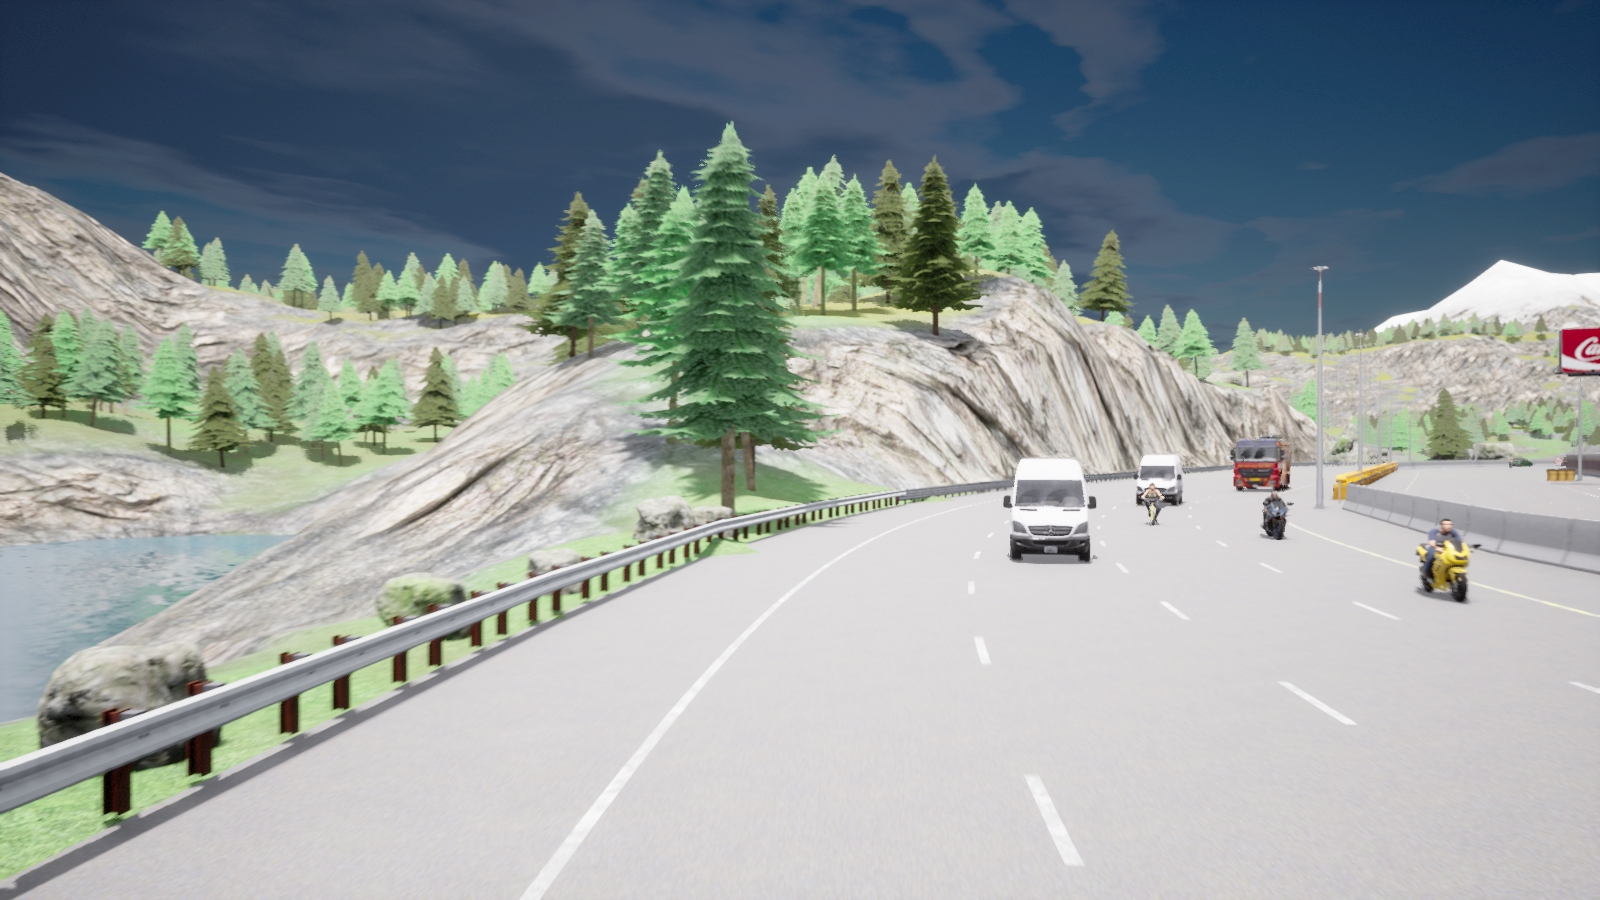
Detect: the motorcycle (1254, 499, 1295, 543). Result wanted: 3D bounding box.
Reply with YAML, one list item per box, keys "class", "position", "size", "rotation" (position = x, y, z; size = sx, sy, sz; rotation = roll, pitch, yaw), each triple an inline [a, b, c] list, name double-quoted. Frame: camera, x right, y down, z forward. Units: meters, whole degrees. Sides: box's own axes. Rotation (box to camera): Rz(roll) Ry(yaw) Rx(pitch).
- class: "motorcycle"
  position: [15.059, 2.227, 36.288]
  size: [0.867, 1.251, 2.209]
  rotation: [0, 0, 14]

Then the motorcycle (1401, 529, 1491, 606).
- class: "motorcycle"
  position: [12.192, 2.194, 21.643]
  size: [0.803, 1.217, 2.033]
  rotation: [1, 0, 9]

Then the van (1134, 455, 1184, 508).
- class: "van"
  position: [18.573, 1.560, 58.909]
  size: [1.988, 2.561, 5.915]
  rotation: [0, 0, 22]

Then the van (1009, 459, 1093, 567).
- class: "van"
  position: [6.672, 1.544, 30.628]
  size: [1.988, 2.561, 5.915]
  rotation: [0, 0, 11]

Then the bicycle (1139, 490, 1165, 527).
- class: "bicycle"
  position: [13.073, 2.168, 42.431]
  size: [0.859, 1.295, 1.487]
  rotation: [1, 0, 15]
